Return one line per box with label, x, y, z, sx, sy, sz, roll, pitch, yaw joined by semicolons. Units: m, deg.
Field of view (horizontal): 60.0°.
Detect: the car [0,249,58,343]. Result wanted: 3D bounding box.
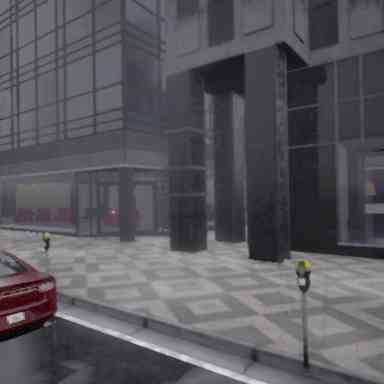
car;-4.232;1.623;5.880;4.507;1.381;1.887;-1;-1;36
